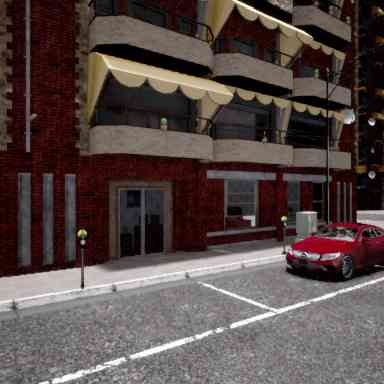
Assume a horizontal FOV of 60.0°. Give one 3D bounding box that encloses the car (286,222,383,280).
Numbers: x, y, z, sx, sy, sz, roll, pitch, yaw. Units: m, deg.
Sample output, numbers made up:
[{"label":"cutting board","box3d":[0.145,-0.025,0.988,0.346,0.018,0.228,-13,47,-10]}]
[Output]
[{"label":"car","box3d":[4.616,1.582,9.901,4.206,1.307,1.802,0,0,-35]}]
